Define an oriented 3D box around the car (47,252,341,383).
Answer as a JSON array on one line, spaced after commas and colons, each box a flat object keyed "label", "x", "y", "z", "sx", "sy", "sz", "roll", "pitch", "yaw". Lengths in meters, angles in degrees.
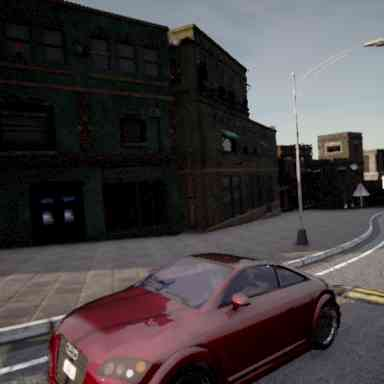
[{"label": "car", "x": 0.293, "y": 1.604, "z": 4.627, "sx": 4.181, "sy": 1.385, "sz": 1.994, "roll": 0, "pitch": -1, "yaw": -40}]
